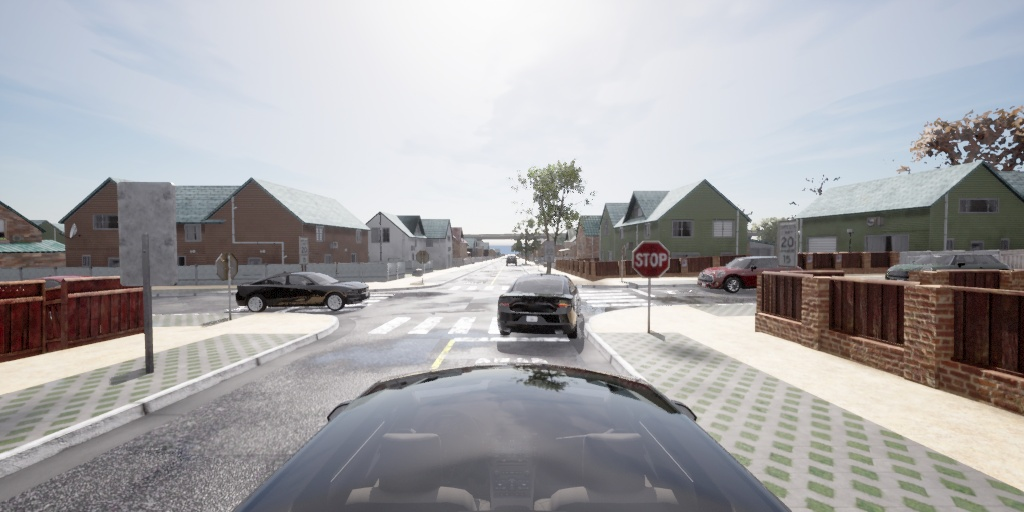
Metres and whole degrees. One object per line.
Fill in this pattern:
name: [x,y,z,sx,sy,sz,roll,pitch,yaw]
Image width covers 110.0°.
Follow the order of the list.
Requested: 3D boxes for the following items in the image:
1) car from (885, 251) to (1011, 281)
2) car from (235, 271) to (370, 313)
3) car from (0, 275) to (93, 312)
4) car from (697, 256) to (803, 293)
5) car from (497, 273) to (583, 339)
car: [21.683,0.646,17.955,4.553,1.767,2.097,-1,2,0]
car: [-8.483,1.377,14.767,5.008,1.535,1.882,-1,2,0]
car: [-18.036,1.547,14.694,5.008,1.535,1.882,-1,2,0]
car: [11.788,0.820,17.872,4.553,1.767,2.097,-1,2,0]
car: [0.948,1.224,10.251,1.882,1.535,5.008,0,0,12]
